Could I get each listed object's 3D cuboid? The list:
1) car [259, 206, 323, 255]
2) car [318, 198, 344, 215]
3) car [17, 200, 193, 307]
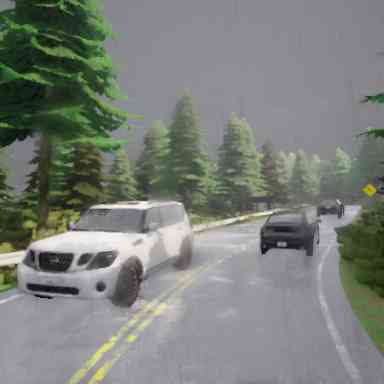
[{"bbox_3d":[3.988,1.502,13.302,1.837,1.490,4.892,-2,-1,24],"label":"car"},{"bbox_3d":[12.961,1.383,31.066,2.097,1.767,4.553,-2,-1,28],"label":"car"},{"bbox_3d":[-1.658,1.262,8.549,2.150,2.045,5.566,-1,-1,18],"label":"car"}]
